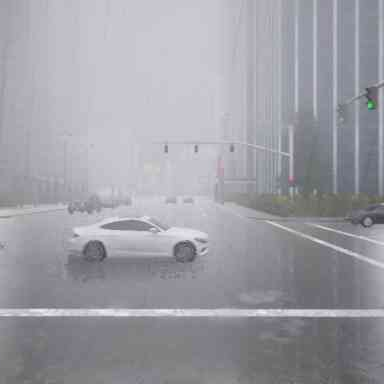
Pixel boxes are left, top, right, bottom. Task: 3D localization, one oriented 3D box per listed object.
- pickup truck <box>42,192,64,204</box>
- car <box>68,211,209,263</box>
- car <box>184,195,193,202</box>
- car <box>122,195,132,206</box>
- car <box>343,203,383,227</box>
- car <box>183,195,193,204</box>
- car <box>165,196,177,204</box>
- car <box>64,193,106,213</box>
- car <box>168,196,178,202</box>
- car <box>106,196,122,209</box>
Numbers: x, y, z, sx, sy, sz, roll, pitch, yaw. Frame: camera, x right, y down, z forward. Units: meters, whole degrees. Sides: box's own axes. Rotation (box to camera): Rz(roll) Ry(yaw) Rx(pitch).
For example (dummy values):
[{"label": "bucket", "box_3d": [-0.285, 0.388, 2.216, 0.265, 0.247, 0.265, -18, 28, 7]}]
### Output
[{"label": "pickup truck", "box_3d": [-24.323, 1.059, 59.995, 2.390, 2.098, 6.274, 0, 0, 30]}, {"label": "car", "box_3d": [-1.768, 1.526, 11.318, 4.674, 1.442, 1.812, 0, 0, 0]}, {"label": "car", "box_3d": [-0.830, 1.387, 75.547, 1.882, 1.535, 5.008, 0, 0, 0]}, {"label": "car", "box_3d": [-11.244, 1.352, 54.579, 2.097, 1.767, 4.553, 0, 0, -1]}, {"label": "car", "box_3d": [12.633, 1.505, 22.033, 4.892, 1.490, 1.837, 0, 0, 0]}, {"label": "car", "box_3d": [-0.745, 1.526, 65.296, 1.812, 1.442, 4.674, 0, 0, 0]}, {"label": "car", "box_3d": [-4.142, 1.601, 64.957, 1.895, 1.301, 4.718, 0, 0, 0]}, {"label": "car", "box_3d": [-11.086, 1.221, 34.843, 2.150, 2.045, 5.566, 0, 0, -1]}, {"label": "car", "box_3d": [-4.326, 1.540, 75.217, 2.033, 1.411, 5.357, 0, 0, 0]}, {"label": "car", "box_3d": [-11.170, 1.564, 44.372, 1.994, 1.385, 4.181, 0, 0, -1]}]
